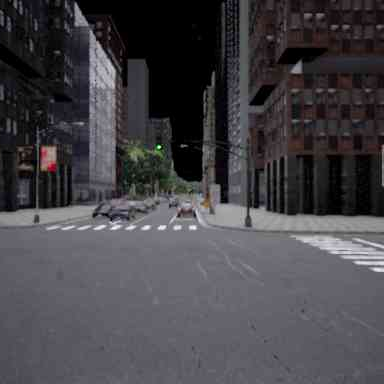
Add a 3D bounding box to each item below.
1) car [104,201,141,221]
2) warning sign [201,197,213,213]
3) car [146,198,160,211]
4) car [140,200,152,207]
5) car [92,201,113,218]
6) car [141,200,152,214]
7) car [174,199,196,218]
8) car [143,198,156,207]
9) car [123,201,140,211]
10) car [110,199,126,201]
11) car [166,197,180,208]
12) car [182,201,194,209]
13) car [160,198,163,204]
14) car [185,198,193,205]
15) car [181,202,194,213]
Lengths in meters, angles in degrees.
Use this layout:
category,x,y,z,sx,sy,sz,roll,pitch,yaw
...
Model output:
category,x,y,z,sx,sy,sz,roll,pitch,yaw
car,-6.407,1.881,31.324,2.033,1.411,5.357,0,-1,-1
warning sign,1.736,1.526,38.573,1.300,1.860,1.060,0,-1,0
car,-6.485,2.091,51.470,1.837,1.490,4.892,0,-1,0
car,-9.244,2.377,67.400,1.802,1.307,4.206,0,-1,0
car,-9.081,1.948,34.847,1.947,1.339,4.313,0,-1,0
car,-6.454,2.022,41.277,1.994,1.385,4.181,0,-1,-1
car,-0.556,1.809,34.888,1.967,1.590,4.097,0,-1,0
car,-9.273,2.181,72.828,2.192,1.841,5.009,0,-1,0
car,-9.162,2.109,50.954,1.752,1.417,4.829,0,-1,0
car,-9.109,1.765,40.275,2.192,1.841,5.009,0,-1,0
car,-3.350,2.215,61.592,1.837,1.490,4.892,0,-1,0
car,-0.665,2.187,56.585,1.887,1.381,4.507,0,-1,0
car,-9.327,2.324,83.680,2.192,1.841,5.009,0,-1,0
car,-0.801,2.436,83.709,1.967,1.590,4.097,0,-1,0
car,-0.610,2.086,45.735,1.802,1.307,4.206,0,-1,0
